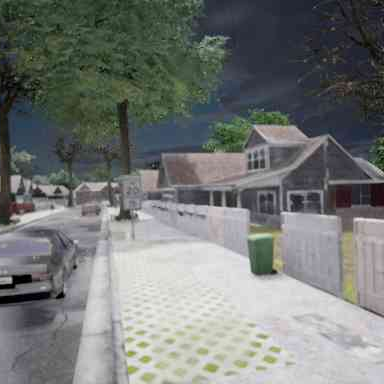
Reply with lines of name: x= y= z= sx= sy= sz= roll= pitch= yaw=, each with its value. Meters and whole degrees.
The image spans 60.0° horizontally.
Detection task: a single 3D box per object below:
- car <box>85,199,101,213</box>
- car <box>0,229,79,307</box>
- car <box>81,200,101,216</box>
car: x=-14.243 y=1.996 z=48.104 sx=2.097 sy=1.767 sz=4.553 roll=-2 pitch=-1 yaw=-14
car: x=-3.997 y=1.659 z=8.380 sx=2.033 sy=1.411 sz=5.357 roll=-2 pitch=0 yaw=-14
car: x=-11.718 y=1.963 z=38.527 sx=2.128 sy=1.511 sz=4.902 roll=-2 pitch=-1 yaw=-14
